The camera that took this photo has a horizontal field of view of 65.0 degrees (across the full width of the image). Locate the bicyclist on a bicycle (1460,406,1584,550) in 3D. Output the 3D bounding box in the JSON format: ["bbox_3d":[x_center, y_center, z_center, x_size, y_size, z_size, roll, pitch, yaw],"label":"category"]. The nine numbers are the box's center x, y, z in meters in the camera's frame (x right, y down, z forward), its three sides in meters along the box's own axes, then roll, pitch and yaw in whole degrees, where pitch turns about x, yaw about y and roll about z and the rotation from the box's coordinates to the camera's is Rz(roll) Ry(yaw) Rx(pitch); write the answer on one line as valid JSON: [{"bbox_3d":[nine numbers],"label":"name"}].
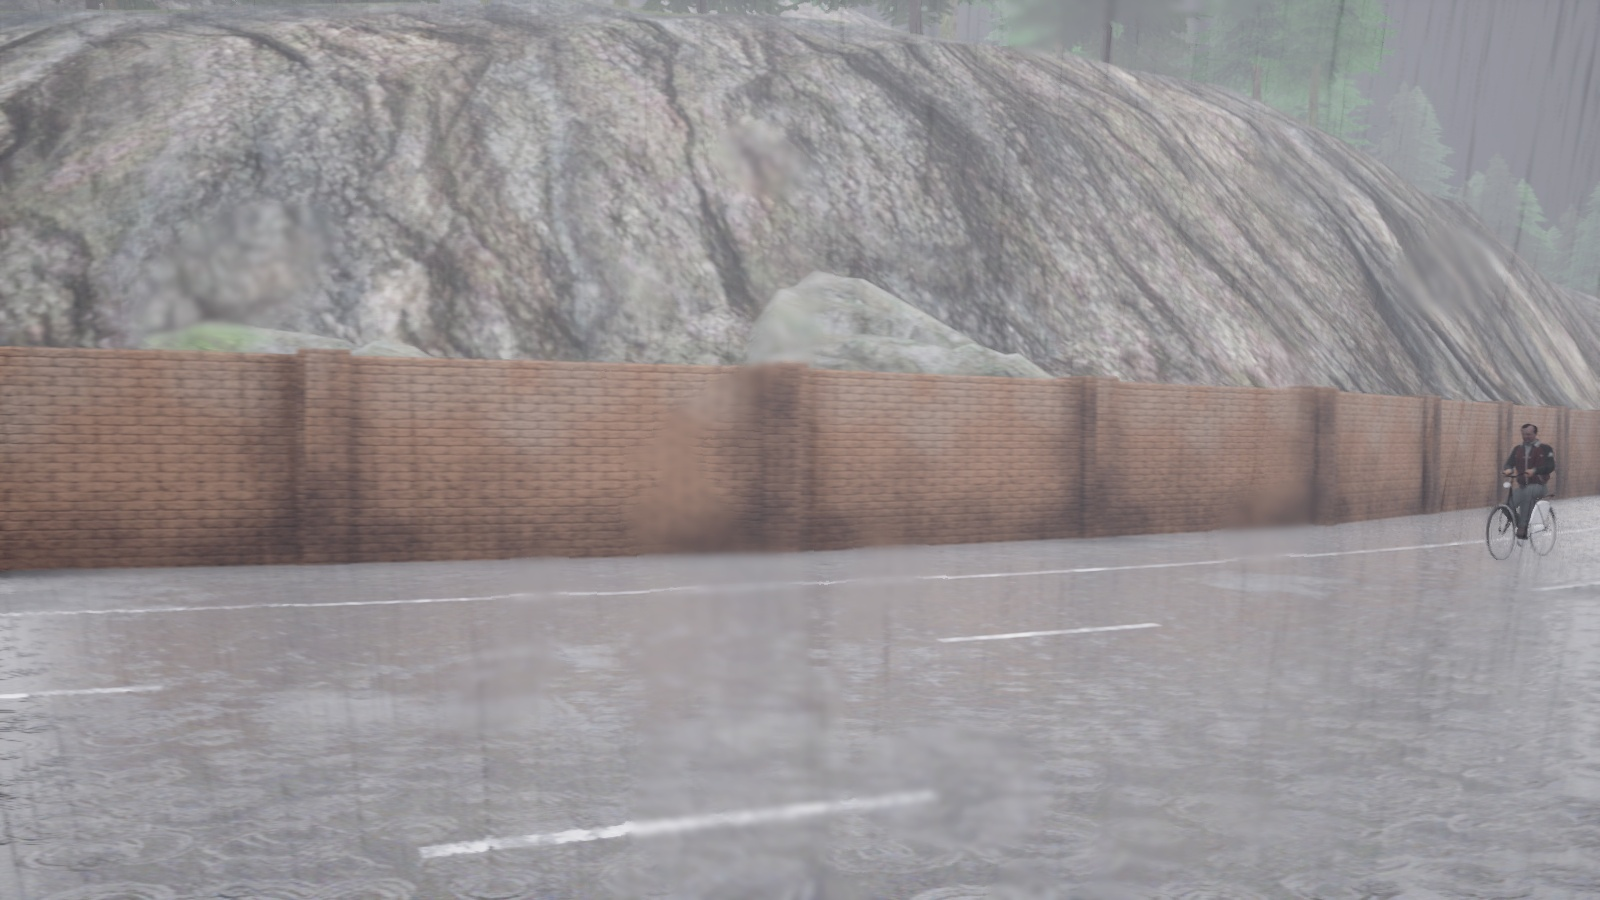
[{"bbox_3d":[9.350,0.338,16.241,1.843,1.776,0.659,-1,0,-35],"label":"bicyclist on a bicycle"}]
